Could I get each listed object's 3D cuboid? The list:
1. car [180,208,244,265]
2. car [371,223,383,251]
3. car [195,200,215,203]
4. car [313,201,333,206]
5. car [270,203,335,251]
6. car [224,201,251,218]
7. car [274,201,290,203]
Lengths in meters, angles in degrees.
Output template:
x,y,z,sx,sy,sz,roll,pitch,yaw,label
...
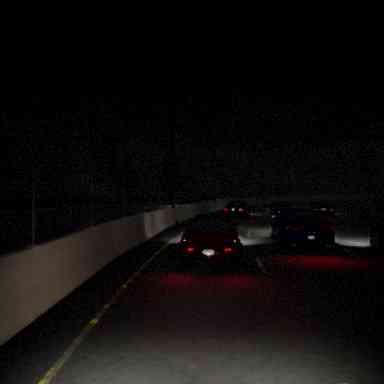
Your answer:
x,y,z,sx,sy,sz,roll,pitch,yaw,label
0.688,1.489,11.463,1.812,1.442,4.674,0,0,5,car
7.655,1.471,10.906,1.837,1.490,4.892,0,0,5,car
2.978,1.378,53.992,2.033,1.411,5.357,0,0,29,car
11.259,1.457,28.893,2.033,1.411,5.357,0,0,17,car
4.493,1.433,14.083,1.882,1.535,5.008,0,0,7,car
3.995,1.456,28.980,2.033,1.411,5.357,0,0,16,car
8.782,1.500,32.437,1.895,1.301,4.718,0,0,19,car
